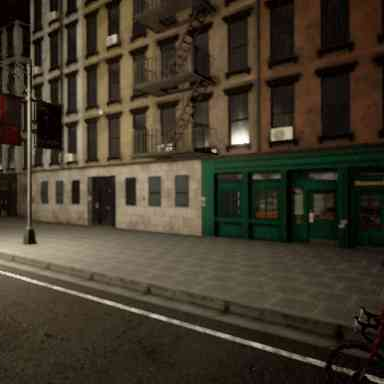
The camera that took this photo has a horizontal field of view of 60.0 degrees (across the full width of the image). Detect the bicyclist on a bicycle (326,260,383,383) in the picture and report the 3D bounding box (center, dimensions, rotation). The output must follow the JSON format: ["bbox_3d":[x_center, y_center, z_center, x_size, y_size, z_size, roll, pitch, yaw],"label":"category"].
[{"bbox_3d":[2.125,1.453,3.142,1.656,1.620,0.582,0,0,36],"label":"bicyclist on a bicycle"}]
